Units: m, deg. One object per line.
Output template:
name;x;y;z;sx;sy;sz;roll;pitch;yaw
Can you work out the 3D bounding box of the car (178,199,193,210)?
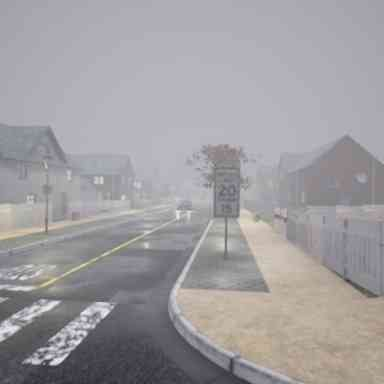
car;-0.906;1.832;47.924;1.837;1.490;4.892;1;0;6
